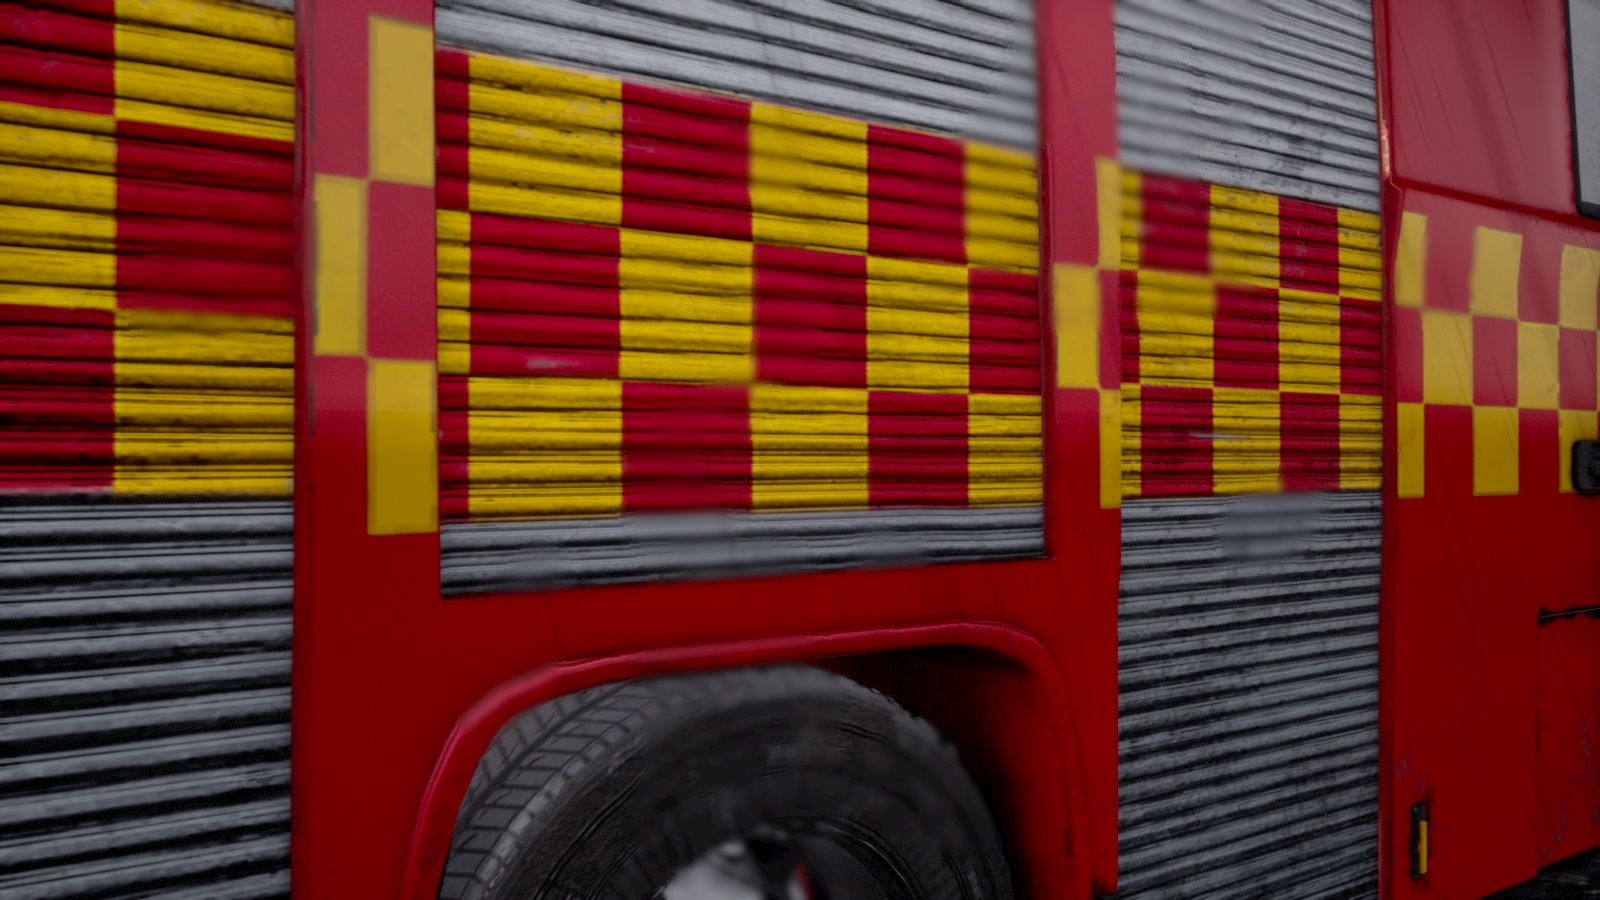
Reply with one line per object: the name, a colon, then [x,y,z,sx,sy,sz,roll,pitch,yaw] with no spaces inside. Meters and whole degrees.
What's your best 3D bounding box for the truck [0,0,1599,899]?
truck: [1.391,-0.411,4.613,8.468,3.827,2.891,0,0,-35]
